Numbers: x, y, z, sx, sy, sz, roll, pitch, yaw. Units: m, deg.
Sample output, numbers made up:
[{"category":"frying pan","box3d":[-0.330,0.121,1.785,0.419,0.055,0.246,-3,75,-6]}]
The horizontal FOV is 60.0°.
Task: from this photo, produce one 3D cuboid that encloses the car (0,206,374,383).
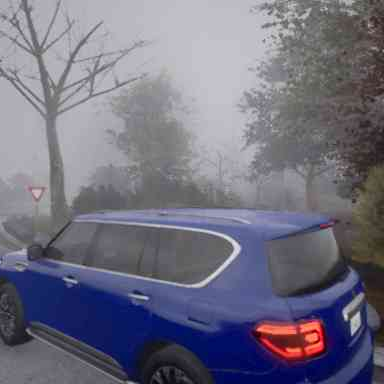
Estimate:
[{"category":"car","box3d":[-0.671,1.222,4.570,5.566,2.045,2.150,0,0,39]}]
